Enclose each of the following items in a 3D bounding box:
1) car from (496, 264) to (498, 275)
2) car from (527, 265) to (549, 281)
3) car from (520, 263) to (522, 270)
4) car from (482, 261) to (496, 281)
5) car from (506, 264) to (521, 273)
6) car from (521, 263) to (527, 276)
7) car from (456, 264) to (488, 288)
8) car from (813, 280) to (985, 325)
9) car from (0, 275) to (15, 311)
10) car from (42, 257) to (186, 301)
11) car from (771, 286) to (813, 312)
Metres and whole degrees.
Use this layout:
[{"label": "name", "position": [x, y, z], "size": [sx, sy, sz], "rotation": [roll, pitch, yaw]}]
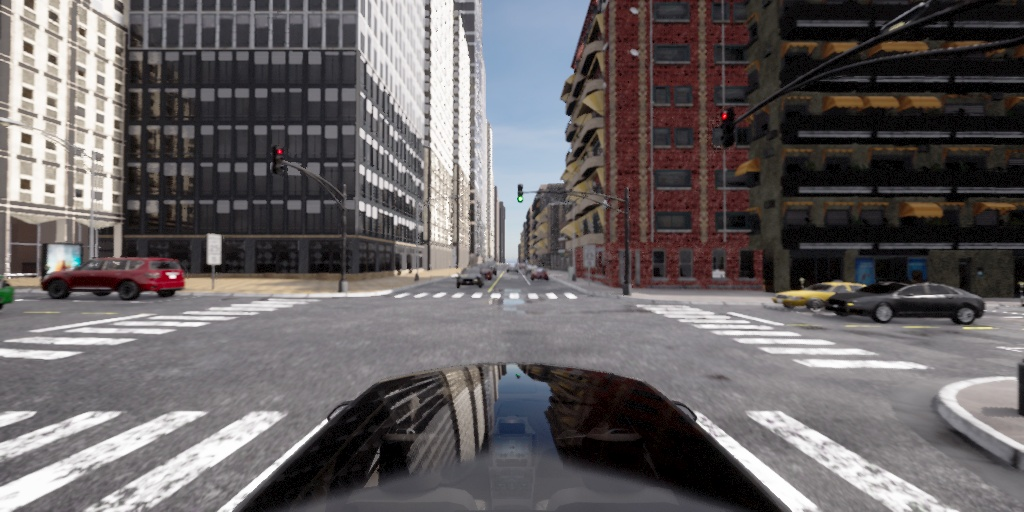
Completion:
[{"label": "car", "position": [-3.091, 1.629, 48.342], "size": [2.150, 2.045, 5.566], "rotation": [0, -1, 0]}, {"label": "car", "position": [2.741, 1.812, 36.102], "size": [1.802, 1.307, 4.207], "rotation": [0, 0, 0]}, {"label": "car", "position": [2.692, 2.047, 54.665], "size": [2.007, 1.370, 4.403], "rotation": [0, 0, 0]}, {"label": "car", "position": [-3.096, 1.599, 37.221], "size": [2.097, 1.767, 4.553], "rotation": [0, -1, 0]}, {"label": "car", "position": [0.096, 2.130, 59.508], "size": [1.994, 1.385, 4.181], "rotation": [0, -1, 0]}, {"label": "car", "position": [2.691, 1.966, 49.018], "size": [2.007, 1.370, 4.403], "rotation": [0, 0, 0]}, {"label": "car", "position": [-3.096, 1.613, 27.462], "size": [1.837, 1.490, 4.892], "rotation": [0, -1, 0]}, {"label": "car", "position": [14.913, 1.727, 13.794], "size": [4.892, 1.490, 1.837], "rotation": [1, -1, 1]}, {"label": "car", "position": [-18.251, 0.776, 10.352], "size": [5.566, 2.045, 2.150], "rotation": [1, -1, -1]}, {"label": "car", "position": [-17.710, 0.974, 16.129], "size": [5.009, 1.841, 2.192], "rotation": [0, 0, 0]}, {"label": "car", "position": [14.630, 1.788, 16.402], "size": [4.829, 1.417, 1.751], "rotation": [0, 0, 0]}]
